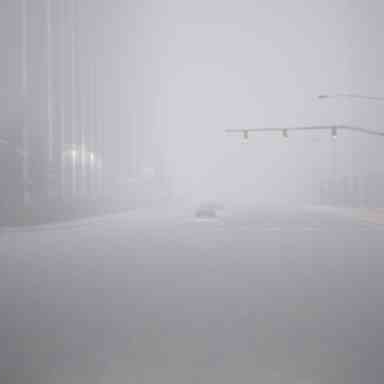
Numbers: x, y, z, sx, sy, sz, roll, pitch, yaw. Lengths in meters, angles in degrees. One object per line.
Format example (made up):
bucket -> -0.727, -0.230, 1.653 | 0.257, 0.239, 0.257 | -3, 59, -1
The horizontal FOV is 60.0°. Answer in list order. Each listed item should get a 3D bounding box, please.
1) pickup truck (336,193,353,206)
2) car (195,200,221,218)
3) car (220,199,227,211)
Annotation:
pickup truck -> 24.621, 1.119, 52.644 | 2.390, 2.098, 6.274 | -1, -1, 39
car -> 1.520, 1.797, 33.573 | 2.033, 1.411, 5.357 | -1, 0, 8
car -> 3.502, 1.933, 47.458 | 1.895, 1.301, 4.718 | -1, 0, 8
